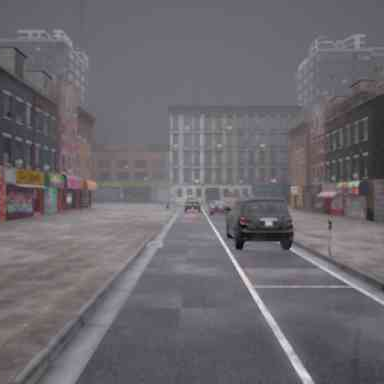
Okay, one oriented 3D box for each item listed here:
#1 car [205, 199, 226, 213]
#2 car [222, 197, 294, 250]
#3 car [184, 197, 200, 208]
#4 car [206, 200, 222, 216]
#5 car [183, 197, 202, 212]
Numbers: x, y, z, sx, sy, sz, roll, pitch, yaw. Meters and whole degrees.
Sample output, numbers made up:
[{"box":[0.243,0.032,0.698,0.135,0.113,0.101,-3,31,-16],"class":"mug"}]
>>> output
[{"box":[2.641,1.570,38.221,2.008,1.369,4.403,0,0,0],"class":"car"},{"box":[2.749,1.227,14.563,2.150,2.045,5.566,0,0,0],"class":"car"},{"box":[-0.065,1.522,48.243,2.128,1.511,4.902,0,0,-3],"class":"car"},{"box":[2.642,1.454,32.717,1.967,1.590,4.097,0,0,0],"class":"car"},{"box":[0.073,1.524,38.539,1.837,1.490,4.892,0,0,0],"class":"car"}]
